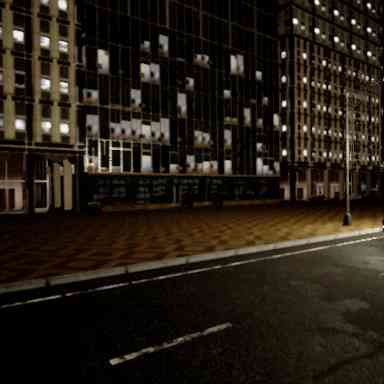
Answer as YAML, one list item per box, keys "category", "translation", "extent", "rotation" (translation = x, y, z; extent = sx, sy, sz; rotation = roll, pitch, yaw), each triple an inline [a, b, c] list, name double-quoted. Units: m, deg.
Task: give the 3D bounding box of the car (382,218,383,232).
- category: "car"
  translation: [10.685, 1.005, 14.734]
  extent: [5.566, 2.045, 2.150]
  rotation: [-1, 1, -35]
